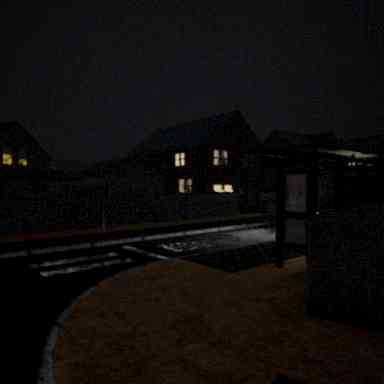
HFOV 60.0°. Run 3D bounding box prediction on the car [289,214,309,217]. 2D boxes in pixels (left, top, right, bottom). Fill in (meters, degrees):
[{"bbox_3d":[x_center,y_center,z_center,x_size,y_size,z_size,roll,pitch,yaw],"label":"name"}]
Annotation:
[{"bbox_3d":[7.267,1.051,17.922,4.718,1.301,1.895,-2,2,-39],"label":"car"}]
